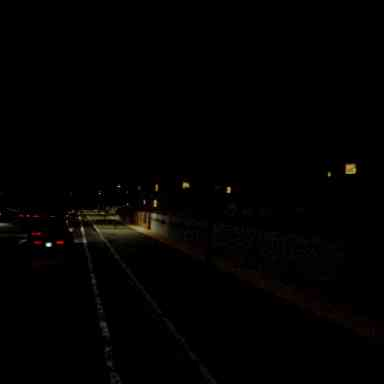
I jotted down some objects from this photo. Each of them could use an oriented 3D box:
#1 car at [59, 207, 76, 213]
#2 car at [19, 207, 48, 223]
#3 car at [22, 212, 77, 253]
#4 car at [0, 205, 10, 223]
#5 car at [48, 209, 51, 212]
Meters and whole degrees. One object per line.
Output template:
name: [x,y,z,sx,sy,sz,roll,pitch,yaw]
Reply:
car: [-16.263,2.777,43.575,1.837,1.490,4.892,3,-3,-19]
car: [-16.554,2.422,34.385,2.033,1.411,5.357,3,-3,-18]
car: [-6.637,1.958,15.899,1.837,1.490,4.892,3,-3,-19]
car: [-19.689,2.067,33.266,2.097,1.767,4.553,3,-2,-19]
car: [-20.384,2.723,45.285,1.812,1.442,4.674,3,-3,-18]
